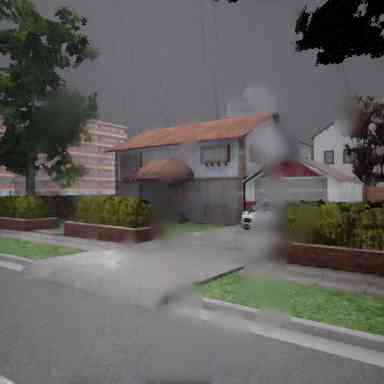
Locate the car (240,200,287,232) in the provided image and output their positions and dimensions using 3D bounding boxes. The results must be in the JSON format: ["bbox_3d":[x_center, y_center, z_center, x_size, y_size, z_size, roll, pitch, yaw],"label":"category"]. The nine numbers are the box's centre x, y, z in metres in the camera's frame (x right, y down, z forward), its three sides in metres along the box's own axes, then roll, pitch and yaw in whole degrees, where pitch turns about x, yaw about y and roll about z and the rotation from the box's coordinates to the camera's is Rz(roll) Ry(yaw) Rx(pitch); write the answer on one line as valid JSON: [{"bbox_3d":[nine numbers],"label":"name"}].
[{"bbox_3d":[4.117,1.173,17.367,1.970,1.475,3.806,0,0,36],"label":"car"}]
